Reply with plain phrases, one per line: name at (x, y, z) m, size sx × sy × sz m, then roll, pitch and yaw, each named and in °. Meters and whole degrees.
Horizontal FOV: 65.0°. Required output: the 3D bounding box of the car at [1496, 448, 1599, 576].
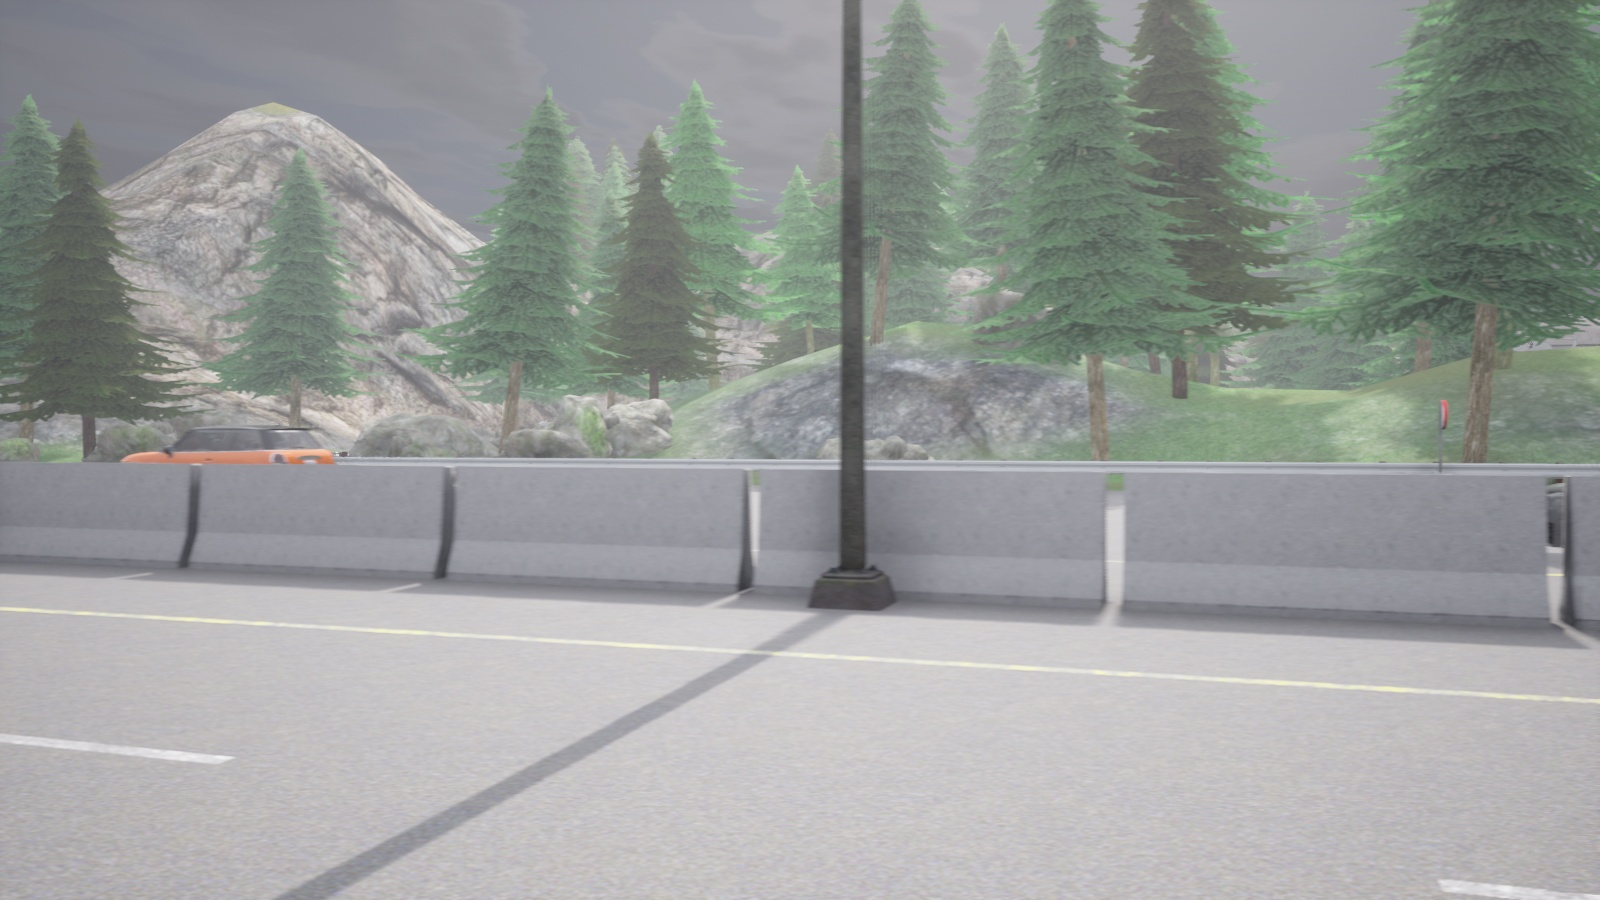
car at (10.552, 0.707, 14.414) m, size 4.181 × 1.385 × 1.994 m, roll 1°, pitch 1°, yaw 19°

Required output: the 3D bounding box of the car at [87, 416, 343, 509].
car at (-11.929, 0.197, 25.664) m, size 4.553 × 1.767 × 2.097 m, roll 1°, pitch 1°, yaw 19°
